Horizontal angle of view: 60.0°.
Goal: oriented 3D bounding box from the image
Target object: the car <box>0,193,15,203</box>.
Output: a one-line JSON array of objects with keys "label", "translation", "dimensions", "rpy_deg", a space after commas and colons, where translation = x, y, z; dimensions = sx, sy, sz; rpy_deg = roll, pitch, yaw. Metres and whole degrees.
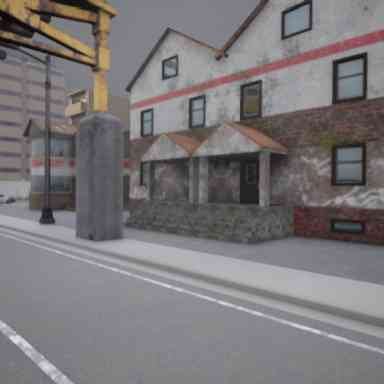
[{"label": "car", "translation": [-26.517, 0.804, 44.754], "dimensions": [1.853, 1.218, 4.536], "rpy_deg": [1, 1, 25]}]

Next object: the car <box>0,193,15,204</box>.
[{"label": "car", "translation": [-26.540, 0.962, 44.708], "dimensions": [2.038, 1.542, 4.974], "rpy_deg": [1, 1, 25]}]

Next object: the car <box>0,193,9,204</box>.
[{"label": "car", "translation": [-29.271, 0.910, 47.861], "dimensions": [4.974, 1.542, 2.038], "rpy_deg": [0, 1, -20]}]

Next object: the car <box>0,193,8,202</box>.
[{"label": "car", "translation": [-29.221, 0.753, 47.878], "dimensions": [4.536, 1.218, 1.853], "rpy_deg": [0, 1, -20]}]
